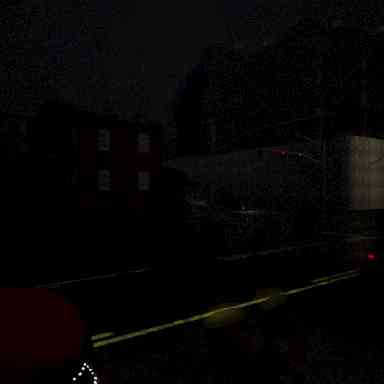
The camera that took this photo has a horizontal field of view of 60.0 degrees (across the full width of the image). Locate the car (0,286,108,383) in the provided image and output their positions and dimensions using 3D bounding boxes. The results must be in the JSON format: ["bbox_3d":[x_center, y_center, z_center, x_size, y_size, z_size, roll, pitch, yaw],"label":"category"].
[{"bbox_3d":[-3.190,1.221,1.491,5.566,2.045,2.150,0,0,-35],"label":"car"}]

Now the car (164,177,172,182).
[{"bbox_3d":[-3.577,-1.786,54.441,2.128,1.511,4.902,0,12,-36],"label":"car"}]

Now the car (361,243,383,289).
[{"bbox_3d":[5.941,1.567,7.997,4.181,1.385,1.994,0,0,-35],"label":"car"}]

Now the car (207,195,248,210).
[{"bbox_3d":[3.946,1.113,37.569,2.033,1.411,5.357,0,5,-36],"label":"car"}]

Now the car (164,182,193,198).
[{"bbox_3d":[-1.804,-0.068,45.615,1.895,1.301,4.718,0,9,-36],"label":"car"}]
